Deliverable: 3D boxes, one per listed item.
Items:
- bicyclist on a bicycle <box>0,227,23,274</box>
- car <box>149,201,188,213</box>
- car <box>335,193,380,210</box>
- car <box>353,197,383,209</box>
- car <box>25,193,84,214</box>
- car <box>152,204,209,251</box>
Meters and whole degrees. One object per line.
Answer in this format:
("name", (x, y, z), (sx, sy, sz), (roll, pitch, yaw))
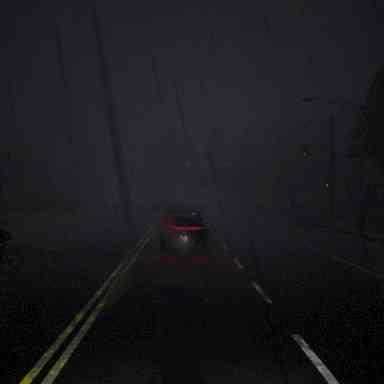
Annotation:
("bicyclist on a bicycle", (-5.440, 1.455, 9.014), (1.656, 1.620, 0.582), (-2, 0, -2))
("car", (-1.314, 1.528, 30.923), (5.357, 1.411, 2.033), (0, 0, -2))
("car", (21.115, 1.166, 42.344), (5.566, 2.045, 2.150), (0, 0, -2))
("car", (21.902, 1.545, 38.869), (4.718, 1.301, 1.895), (0, 0, -2))
("car", (-14.026, 1.169, 34.019), (5.566, 2.045, 2.150), (0, 0, -2))
("car", (-0.325, 1.491, 14.102), (2.128, 1.511, 4.902), (0, 0, -2))
